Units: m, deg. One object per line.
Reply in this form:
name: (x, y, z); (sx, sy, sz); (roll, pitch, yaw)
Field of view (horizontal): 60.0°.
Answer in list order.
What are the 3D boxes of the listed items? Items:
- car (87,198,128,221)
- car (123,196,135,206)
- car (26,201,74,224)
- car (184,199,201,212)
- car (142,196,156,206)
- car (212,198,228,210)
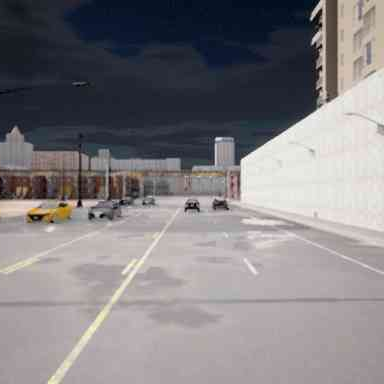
car: (-7.015, 1.485, 27.158); (2.128, 1.511, 4.902); (0, 0, 0)
car: (-10.504, 1.493, 54.121); (1.837, 1.490, 4.892); (0, 0, 0)
car: (-10.536, 1.470, 24.970); (1.882, 1.535, 5.008); (0, 0, 1)
car: (0.048, 1.537, 39.410); (2.033, 1.411, 5.357); (0, 0, 1)
car: (-7.004, 1.478, 54.124); (2.128, 1.511, 4.902); (0, 0, 0)
car: (3.573, 1.482, 42.811); (2.128, 1.511, 4.902); (0, 0, 0)
